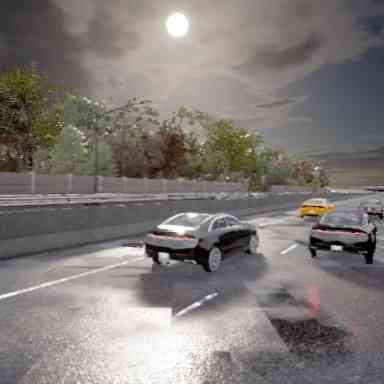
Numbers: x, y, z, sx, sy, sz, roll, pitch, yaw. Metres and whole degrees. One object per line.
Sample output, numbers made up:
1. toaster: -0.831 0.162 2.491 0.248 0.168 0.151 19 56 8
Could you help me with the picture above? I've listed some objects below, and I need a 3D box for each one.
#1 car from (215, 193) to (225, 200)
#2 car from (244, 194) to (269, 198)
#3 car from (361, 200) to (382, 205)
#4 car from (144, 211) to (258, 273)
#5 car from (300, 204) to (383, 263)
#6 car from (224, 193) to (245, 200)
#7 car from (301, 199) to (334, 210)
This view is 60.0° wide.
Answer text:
1. car: 5.430 0.869 53.226 2.128 1.511 4.902 1 1 31
2. car: 9.671 1.065 46.683 2.033 1.411 5.357 1 1 31
3. car: 14.876 1.375 27.645 2.033 1.411 5.357 1 1 31
4. car: 0.547 1.353 10.337 2.128 1.511 4.902 1 1 31
5. car: 5.462 1.400 11.765 2.128 1.511 4.902 1 1 31
6. car: 6.986 0.954 49.000 1.837 1.490 4.892 1 1 31
7. car: 9.923 1.256 26.152 1.882 1.535 5.008 1 1 31
